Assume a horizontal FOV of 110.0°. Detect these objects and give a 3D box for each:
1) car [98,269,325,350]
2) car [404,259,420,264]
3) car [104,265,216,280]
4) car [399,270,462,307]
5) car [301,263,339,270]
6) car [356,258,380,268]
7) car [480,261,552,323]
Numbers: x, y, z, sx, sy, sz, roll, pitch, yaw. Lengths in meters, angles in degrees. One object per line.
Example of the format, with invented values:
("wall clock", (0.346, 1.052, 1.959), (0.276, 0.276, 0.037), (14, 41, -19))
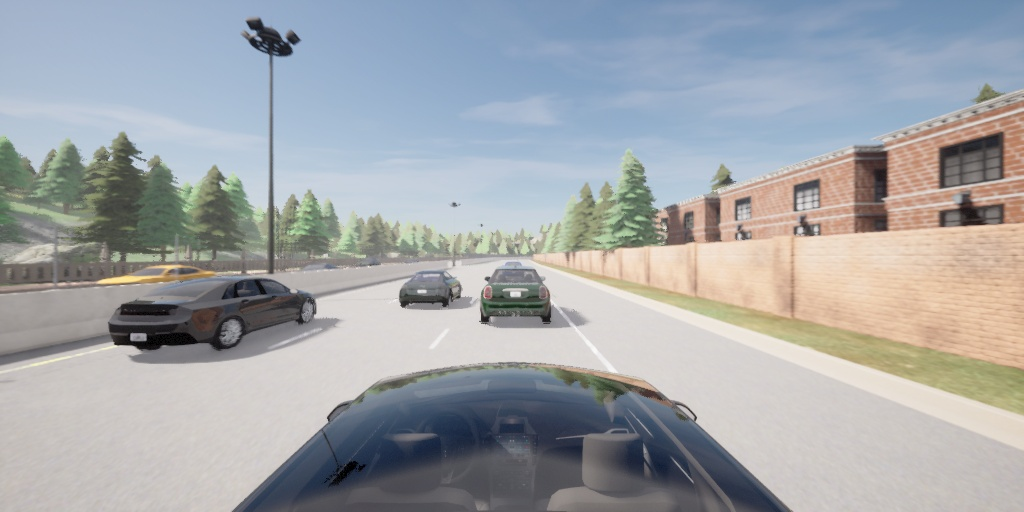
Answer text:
("car", (-6.898, 1.253, 9.043), (1.837, 1.490, 4.892), (0, 0, 0))
("car", (-17.520, 1.283, 62.956), (1.837, 1.490, 4.892), (0, 0, -1))
("car", (-17.590, 1.224, 18.089), (1.882, 1.535, 5.008), (0, 0, 0))
("car", (-3.395, 1.311, 15.528), (1.994, 1.385, 4.181), (0, 0, 0))
("car", (-14.075, 1.270, 26.043), (1.812, 1.442, 4.674), (0, 0, 0))
("car", (-21.006, 1.089, 52.505), (2.097, 1.767, 4.553), (0, 0, 0))
("car", (0.104, 1.100, 12.226), (2.097, 1.767, 4.553), (0, 0, 0))
